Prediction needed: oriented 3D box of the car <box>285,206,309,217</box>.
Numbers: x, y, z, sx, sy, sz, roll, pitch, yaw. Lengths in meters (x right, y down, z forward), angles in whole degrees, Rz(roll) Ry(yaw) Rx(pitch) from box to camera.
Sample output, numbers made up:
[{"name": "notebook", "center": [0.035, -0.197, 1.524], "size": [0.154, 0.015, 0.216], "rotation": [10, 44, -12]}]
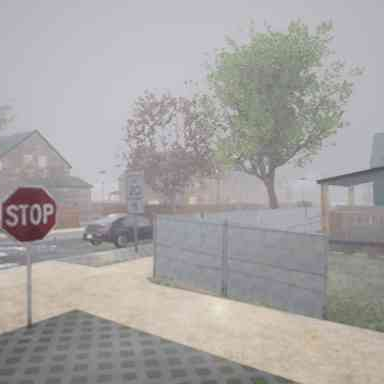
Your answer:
[{"name": "car", "center": [14.704, 2.667, 46.354], "size": [1.895, 1.301, 4.718], "rotation": [-1, -2, 35]}]

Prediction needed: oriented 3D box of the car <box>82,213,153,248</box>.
[{"name": "car", "center": [-2.986, 1.743, 15.839], "size": [1.812, 1.442, 4.674], "rotation": [-1, -2, 35]}]

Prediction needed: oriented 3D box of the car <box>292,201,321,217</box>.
[{"name": "car", "center": [14.508, 2.132, 41.147], "size": [2.150, 2.045, 5.566], "rotation": [-1, -2, 35]}]
